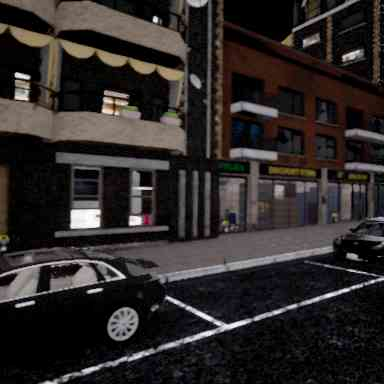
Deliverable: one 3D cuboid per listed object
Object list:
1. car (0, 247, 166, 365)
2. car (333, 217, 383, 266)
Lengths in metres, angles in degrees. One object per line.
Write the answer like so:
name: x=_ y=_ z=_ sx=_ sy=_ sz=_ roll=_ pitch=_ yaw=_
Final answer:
car: x=-2.477 y=1.551 z=4.778 sx=4.403 sy=1.369 sz=2.008 roll=0 pitch=1 yaw=-35
car: x=6.594 y=1.564 z=11.244 sx=4.313 sy=1.339 sz=1.947 roll=0 pitch=1 yaw=-35
